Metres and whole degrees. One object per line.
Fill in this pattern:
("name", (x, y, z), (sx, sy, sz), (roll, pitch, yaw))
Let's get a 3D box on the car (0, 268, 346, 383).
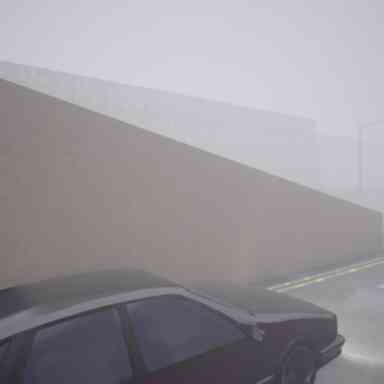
("car", (-0.762, 1.530, 3.202), (5.357, 1.411, 2.033), (-1, 1, -36))
